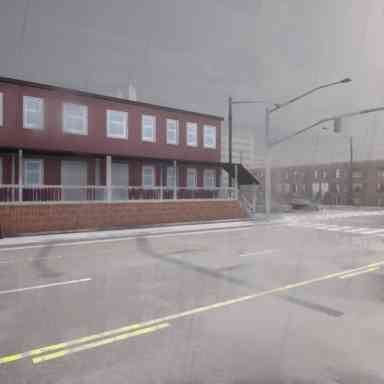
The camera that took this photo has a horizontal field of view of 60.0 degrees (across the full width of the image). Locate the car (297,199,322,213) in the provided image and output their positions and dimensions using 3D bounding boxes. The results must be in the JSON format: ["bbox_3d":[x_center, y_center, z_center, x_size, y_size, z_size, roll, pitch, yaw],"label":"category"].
[{"bbox_3d":[11.681,1.470,36.151,2.128,1.511,4.902,0,0,-37],"label":"car"}]

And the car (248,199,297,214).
[{"bbox_3d":[8.187,1.572,34.876,1.895,1.301,4.718,0,0,-35],"label":"car"}]
